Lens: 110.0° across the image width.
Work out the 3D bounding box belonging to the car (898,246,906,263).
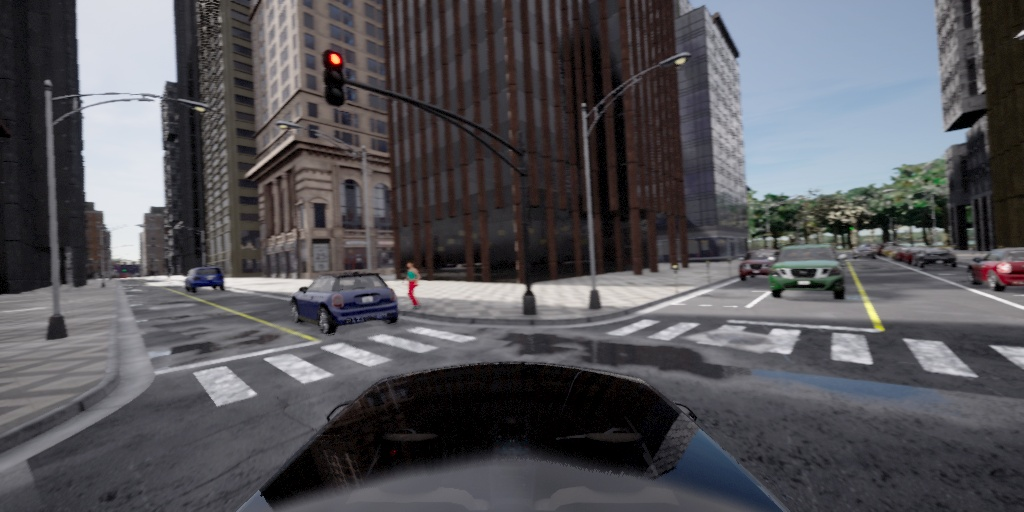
[{"bbox_3d":[33.360,-0.057,29.266,1.888,1.381,4.507,0,0,42],"label":"car"}]

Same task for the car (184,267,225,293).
[{"bbox_3d":[-26.621,2.017,31.051,5.566,2.045,2.150,-2,0,42],"label":"car"}]

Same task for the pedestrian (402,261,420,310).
[{"bbox_3d":[-3.683,1.031,13.228,0.375,1.860,0.375,-4,-2,42],"label":"pedestrian"}]

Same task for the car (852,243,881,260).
[{"bbox_3d":[41.269,-0.350,42.093,2.128,1.511,4.902,-4,-1,42],"label":"car"}]

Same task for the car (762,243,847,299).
[{"bbox_3d":[12.252,0.537,14.876,2.150,2.045,5.566,-4,-1,42],"label":"car"}]

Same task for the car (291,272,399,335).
[{"bbox_3d":[-5.593,1.317,11.728,2.097,1.767,4.553,-2,0,-44],"label":"car"}]

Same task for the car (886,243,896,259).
[{"bbox_3d":[40.798,-0.351,37.426,1.751,1.417,4.829,0,0,42],"label":"car"}]

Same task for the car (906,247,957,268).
[{"bbox_3d":[29.698,0.087,25.248,2.007,1.370,4.403,0,0,42],"label":"car"}]

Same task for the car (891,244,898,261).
[{"bbox_3d":[37.021,-0.194,33.283,1.888,1.381,4.507,0,0,42],"label":"car"}]

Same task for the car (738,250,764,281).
[{"bbox_3d":[16.088,0.539,22.958,2.192,1.841,5.009,0,0,42],"label":"car"}]

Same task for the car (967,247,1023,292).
[{"bbox_3d":[18.713,0.391,13.196,1.967,1.591,4.097,0,0,42],"label":"car"}]
